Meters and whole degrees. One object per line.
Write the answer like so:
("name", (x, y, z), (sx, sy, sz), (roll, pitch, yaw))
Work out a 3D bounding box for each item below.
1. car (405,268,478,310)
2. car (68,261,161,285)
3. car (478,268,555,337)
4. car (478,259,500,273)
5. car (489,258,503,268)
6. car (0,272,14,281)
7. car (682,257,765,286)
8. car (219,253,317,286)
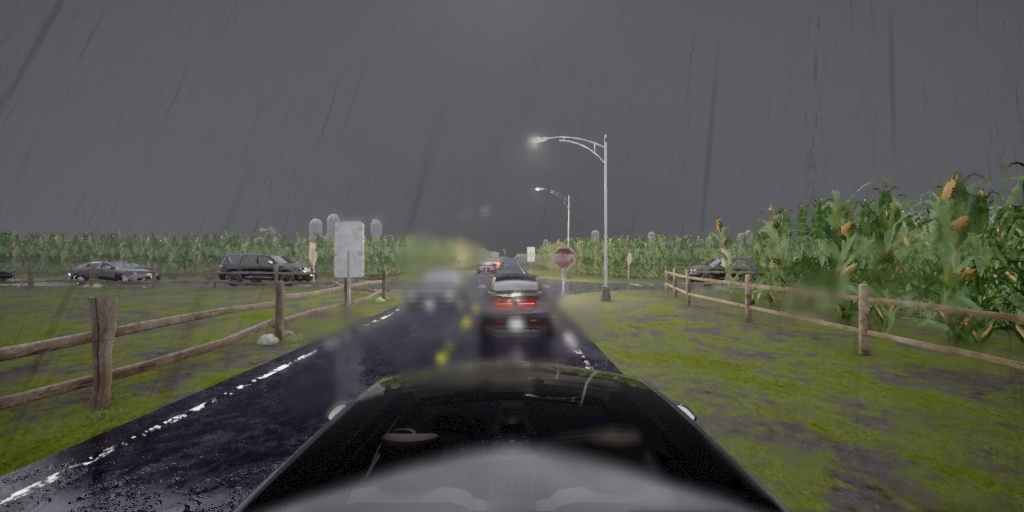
("car", (-2.827, 1.297, 15.032), (2.033, 1.411, 5.357), (0, 0, 0))
("car", (-25.873, 1.086, 23.452), (4.902, 1.511, 2.128), (0, -1, 1))
("car", (0.111, 1.256, 10.283), (1.837, 1.490, 4.892), (0, 0, 0))
("car", (-2.786, 1.303, 40.927), (1.994, 1.385, 4.181), (0, 0, 0))
("car", (-2.751, 1.084, 52.840), (2.097, 1.767, 4.553), (0, 0, 0))
("car", (-36.151, 1.143, 23.575), (4.718, 1.301, 1.895), (0, -1, 1))
("car", (15.389, 1.094, 25.925), (5.566, 2.045, 2.150), (0, -1, 1))
("car", (-15.823, 0.870, 23.357), (5.566, 2.045, 2.150), (0, -1, 0))
